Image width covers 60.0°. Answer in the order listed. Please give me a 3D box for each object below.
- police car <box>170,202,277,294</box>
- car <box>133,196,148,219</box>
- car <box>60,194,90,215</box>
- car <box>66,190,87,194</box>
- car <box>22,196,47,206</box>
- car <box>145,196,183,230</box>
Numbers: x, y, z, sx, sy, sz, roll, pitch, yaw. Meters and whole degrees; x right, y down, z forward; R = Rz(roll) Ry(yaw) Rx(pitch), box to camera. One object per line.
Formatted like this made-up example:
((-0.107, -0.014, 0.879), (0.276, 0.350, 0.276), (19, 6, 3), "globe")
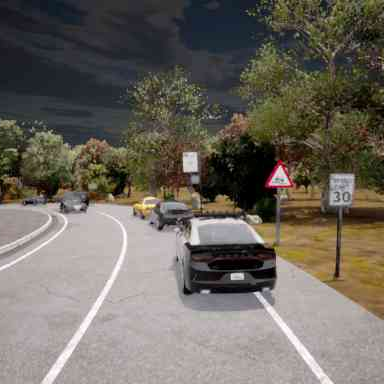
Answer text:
((0.581, 1.309, 8.694), (1.930, 1.638, 5.238), (-1, 1, -6), "police car")
((-3.230, 1.076, 25.015), (1.801, 1.575, 5.366), (-2, 1, -20), "car")
((-11.361, 1.257, 31.693), (2.128, 1.511, 4.902), (-3, 1, -30), "car")
((-15.433, 0.862, 43.655), (2.150, 2.045, 5.566), (-5, 3, -41), "car")
((-25.162, 1.393, 53.042), (4.902, 1.511, 2.128), (-2, 3, 34), "car")
((-1.264, 1.215, 18.863), (1.837, 1.490, 4.892), (-2, 1, -15), "car")
